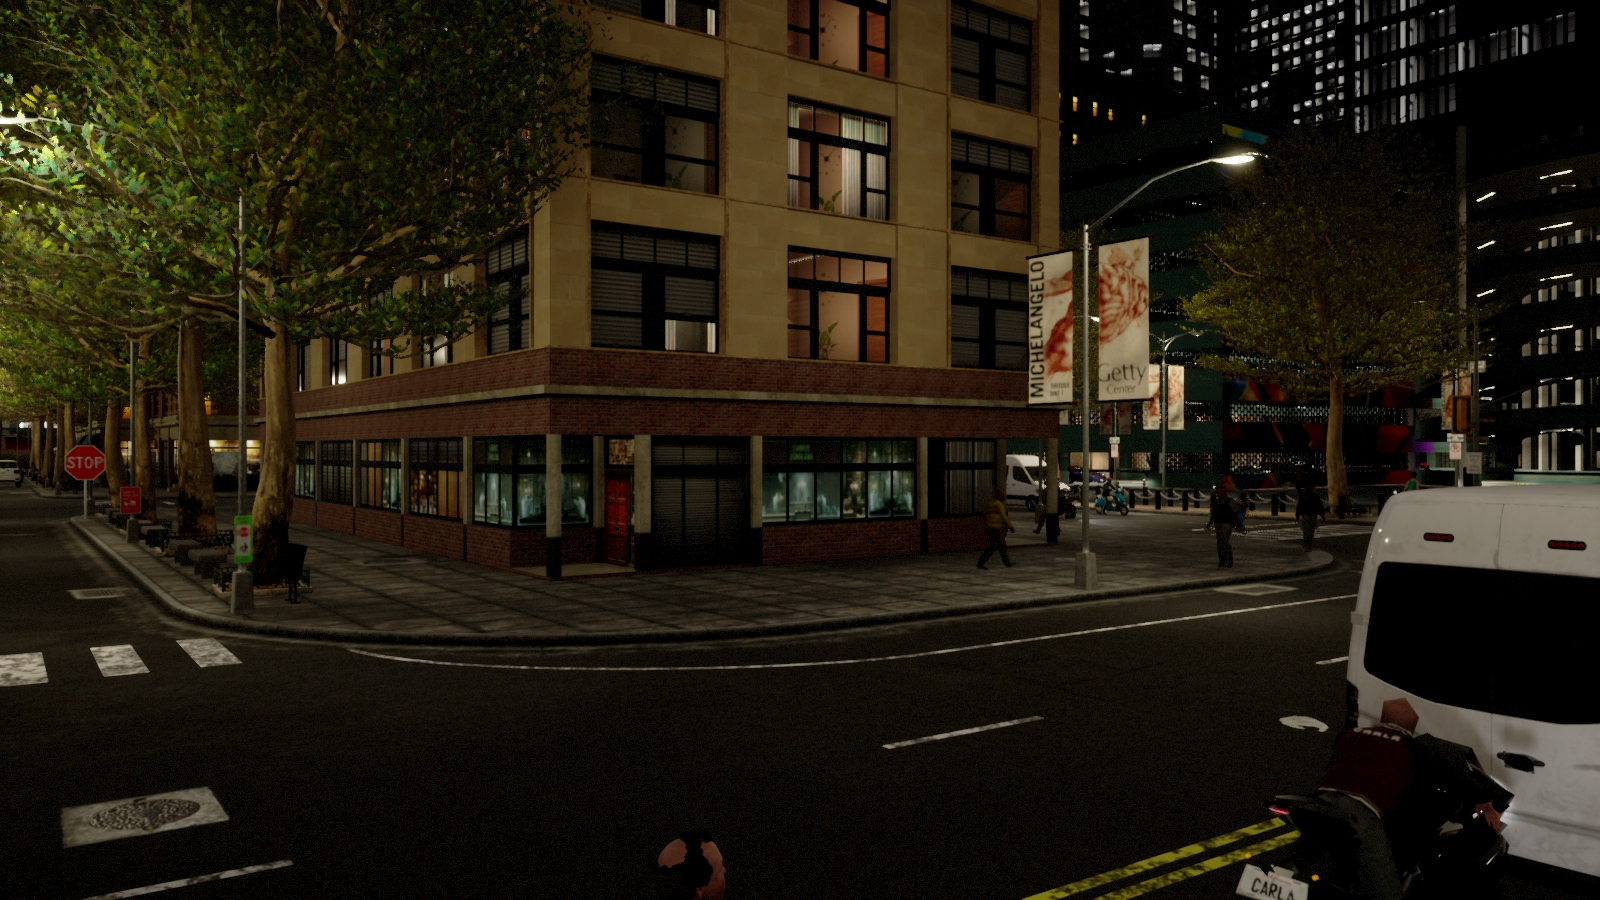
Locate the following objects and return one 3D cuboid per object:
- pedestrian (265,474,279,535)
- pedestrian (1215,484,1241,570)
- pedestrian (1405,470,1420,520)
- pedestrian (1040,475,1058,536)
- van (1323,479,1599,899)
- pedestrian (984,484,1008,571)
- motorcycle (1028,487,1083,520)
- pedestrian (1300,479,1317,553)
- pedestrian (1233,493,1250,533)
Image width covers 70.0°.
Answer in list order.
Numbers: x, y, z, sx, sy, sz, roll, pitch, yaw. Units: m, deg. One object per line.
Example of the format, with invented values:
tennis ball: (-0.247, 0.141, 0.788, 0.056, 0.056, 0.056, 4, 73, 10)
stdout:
pedestrian: (-16.377, 1.693, 35.423, 0.375, 1.860, 0.375, 0, 0, -29)
pedestrian: (9.408, 1.688, 25.136, 0.375, 1.860, 0.375, 0, 0, -27)
pedestrian: (22.937, 1.687, 42.795, 0.375, 1.860, 0.375, 0, 0, -39)
pedestrian: (7.595, 1.687, 34.859, 0.375, 1.860, 0.375, 0, 0, -36)
van: (6.367, 1.530, 8.260, 5.915, 2.561, 1.988, 0, 0, -35)
pedestrian: (4.275, 1.689, 24.906, 0.375, 1.860, 0.375, 0, 0, -17)
motorcycle: (10.508, 2.191, 47.016, 0.867, 1.251, 2.209, 0, 0, -35)
pedestrian: (12.999, 1.686, 29.204, 0.375, 1.860, 0.375, 0, 0, 24)
pedestrian: (14.865, 2.115, 38.443, 0.375, 1.300, 0.375, 0, 0, -34)
